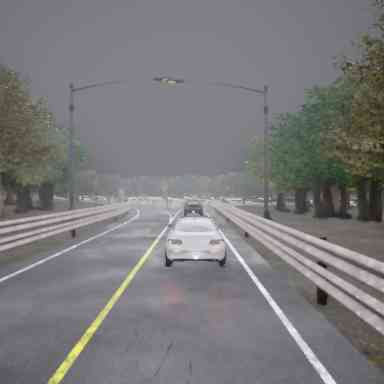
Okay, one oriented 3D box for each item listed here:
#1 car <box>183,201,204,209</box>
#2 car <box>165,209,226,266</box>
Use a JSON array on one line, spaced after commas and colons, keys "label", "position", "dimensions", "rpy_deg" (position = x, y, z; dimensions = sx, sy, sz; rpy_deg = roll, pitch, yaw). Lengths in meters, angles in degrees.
[{"label": "car", "position": [0.137, 1.634, 33.411], "dimensions": [1.837, 1.490, 4.892], "rpy_deg": [1, -1, 0]}, {"label": "car", "position": [0.111, 1.546, 11.474], "dimensions": [1.812, 1.442, 4.674], "rpy_deg": [0, 0, 0]}]
